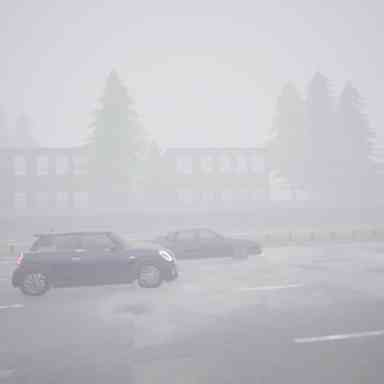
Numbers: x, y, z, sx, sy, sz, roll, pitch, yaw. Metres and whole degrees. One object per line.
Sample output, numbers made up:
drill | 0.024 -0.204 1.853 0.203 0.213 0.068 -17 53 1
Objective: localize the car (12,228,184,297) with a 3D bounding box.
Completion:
car | -2.728 1.905 10.023 4.553 1.767 2.097 -1 -3 -9

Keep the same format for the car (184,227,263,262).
car | 0.175 2.198 14.039 5.357 1.411 2.033 -1 -3 -9
